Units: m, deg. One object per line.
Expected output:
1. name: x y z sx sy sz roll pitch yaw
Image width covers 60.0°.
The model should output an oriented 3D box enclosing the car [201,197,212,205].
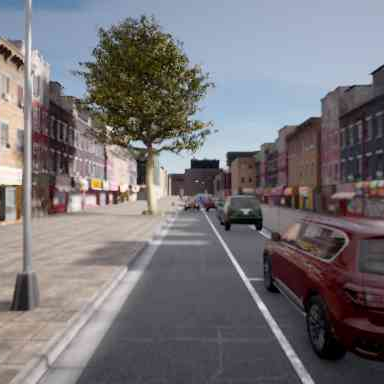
1. car: 2.642 1.603 61.307 1.947 1.339 4.313 1 0 0

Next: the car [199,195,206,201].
1. car: 2.640 1.588 83.640 1.752 1.417 4.829 1 0 0

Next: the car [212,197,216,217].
1. car: 3.013 1.496 28.043 1.882 1.535 5.008 0 0 0

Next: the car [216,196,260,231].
1. car: 2.980 1.242 21.073 2.150 2.045 5.566 0 0 0

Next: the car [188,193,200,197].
1. car: 0.026 1.386 57.327 2.097 1.767 4.553 0 0 1

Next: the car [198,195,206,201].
1. car: 2.640 1.511 89.010 1.967 1.590 4.097 1 0 0

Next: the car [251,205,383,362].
1. car: 2.650 1.319 5.898 2.192 1.841 5.009 1 0 0

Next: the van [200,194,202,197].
1. van: 2.646 1.374 55.767 1.690 1.788 3.998 1 0 0

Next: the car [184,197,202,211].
1. car: 0.035 1.627 41.967 1.895 1.301 4.718 0 0 1

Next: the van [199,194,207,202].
1. van: 2.643 1.394 77.928 1.690 1.788 3.998 1 0 0

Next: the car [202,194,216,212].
1. car: 2.647 1.340 39.144 2.192 1.841 5.009 1 0 0
